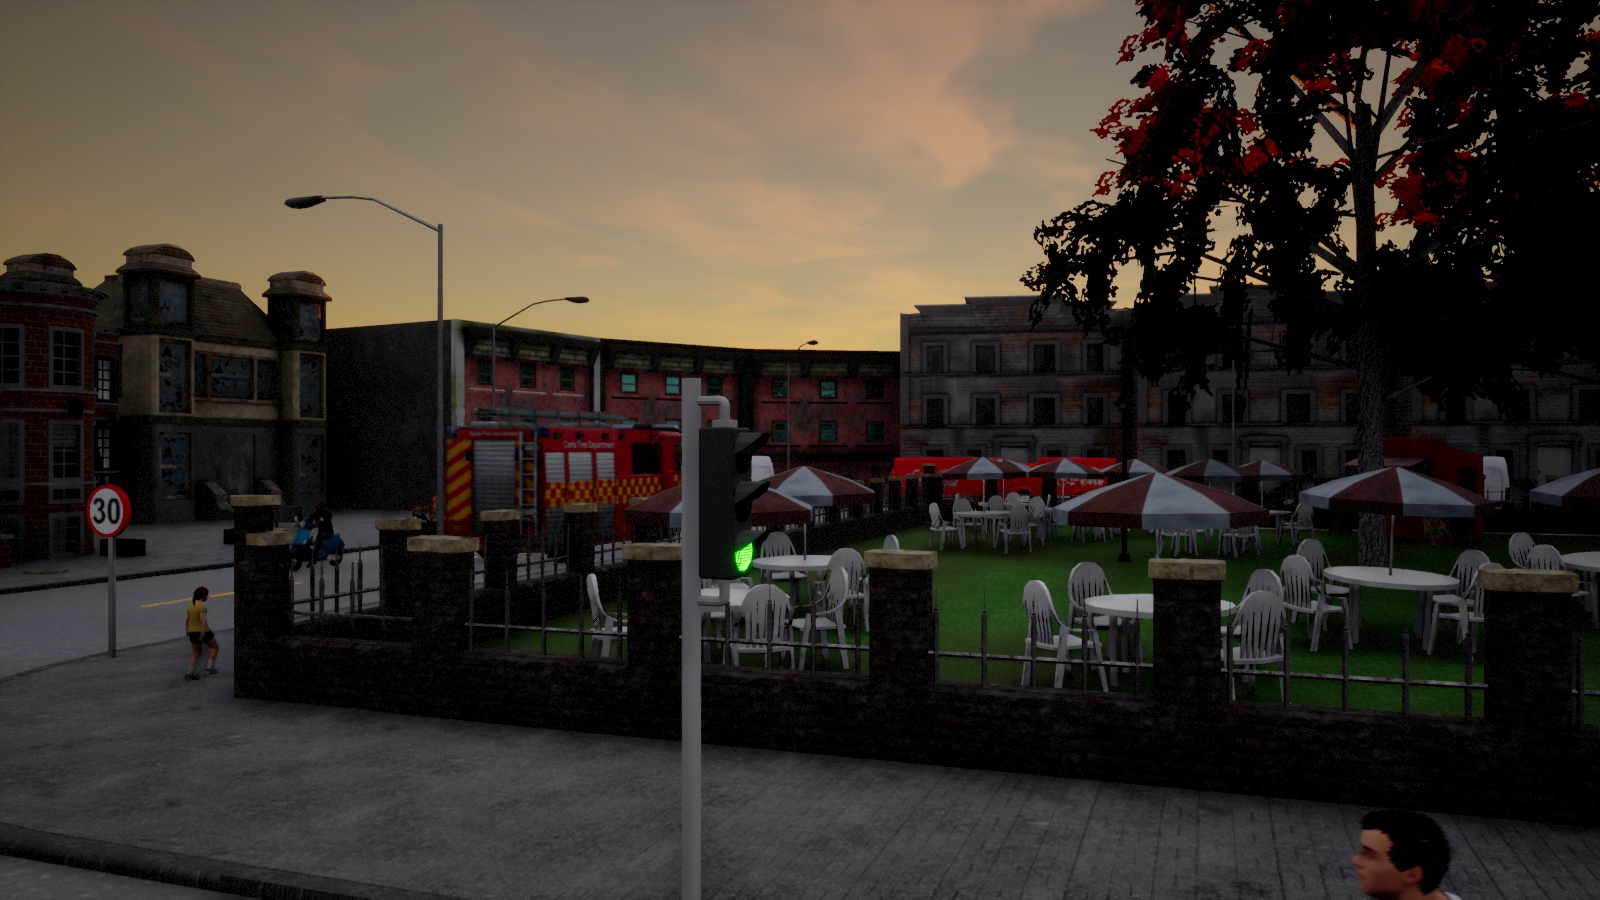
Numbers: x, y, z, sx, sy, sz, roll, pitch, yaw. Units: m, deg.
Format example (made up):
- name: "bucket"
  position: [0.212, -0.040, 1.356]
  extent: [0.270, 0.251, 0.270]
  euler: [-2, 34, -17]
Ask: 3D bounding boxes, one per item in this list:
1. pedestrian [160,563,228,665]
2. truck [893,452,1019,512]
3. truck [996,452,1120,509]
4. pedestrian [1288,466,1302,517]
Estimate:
- name: "pedestrian"
  position: [-7.067, 1.896, 13.337]
  extent: [0.500, 1.100, 0.500]
  euler: [0, 0, 16]
- name: "truck"
  position: [6.659, 1.343, 49.330]
  extent: [5.204, 2.467, 2.627]
  euler: [0, -1, 4]
- name: "truck"
  position: [11.735, 1.348, 51.842]
  extent: [5.204, 2.467, 2.627]
  euler: [0, 0, 19]
- name: "pedestrian"
  position: [18.135, 1.524, 41.835]
  extent: [0.375, 1.860, 0.375]
  euler: [0, 0, 8]
